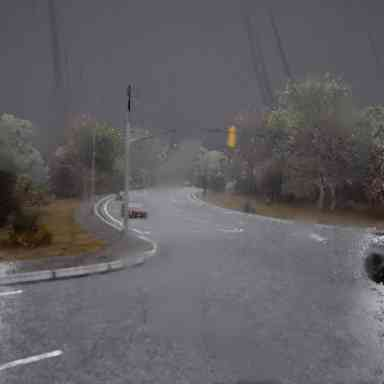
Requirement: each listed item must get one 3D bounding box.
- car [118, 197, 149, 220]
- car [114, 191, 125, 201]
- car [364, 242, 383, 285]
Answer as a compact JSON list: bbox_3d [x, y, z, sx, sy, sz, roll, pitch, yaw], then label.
[{"bbox_3d":[-5.213,1.600,29.806,1.882,1.535,5.008,1,1,-20],"label":"car"},{"bbox_3d":[-11.453,0.671,53.985,1.837,1.490,4.892,1,3,-8],"label":"car"},{"bbox_3d":[6.120,1.693,6.747,1.837,1.490,4.892,1,-1,-32],"label":"car"}]
